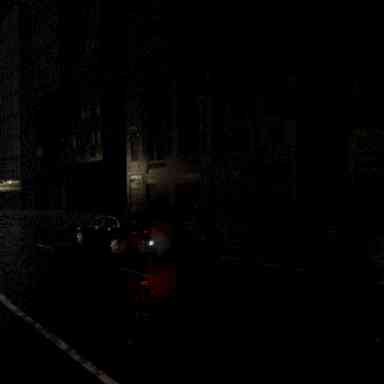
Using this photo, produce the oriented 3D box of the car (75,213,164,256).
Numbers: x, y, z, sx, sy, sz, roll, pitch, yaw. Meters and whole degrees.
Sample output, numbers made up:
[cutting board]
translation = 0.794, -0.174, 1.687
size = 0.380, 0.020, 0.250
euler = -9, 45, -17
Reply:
[car]
translation = -3.199, 1.661, 14.035
size = 1.837, 1.490, 4.892
euler = -1, 0, -44
